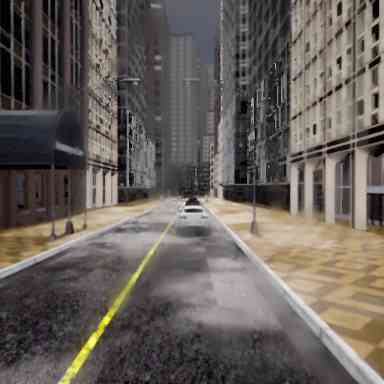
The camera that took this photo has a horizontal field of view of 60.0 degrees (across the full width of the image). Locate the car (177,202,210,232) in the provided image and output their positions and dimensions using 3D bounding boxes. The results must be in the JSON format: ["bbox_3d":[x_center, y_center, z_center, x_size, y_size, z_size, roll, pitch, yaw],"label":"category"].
[{"bbox_3d":[0.098,1.531,20.120,1.812,1.442,4.674,0,0,0],"label":"car"}]

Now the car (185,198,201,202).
[{"bbox_3d":[0.095,1.528,44.160,1.837,1.490,4.892,0,0,0],"label":"car"}]
